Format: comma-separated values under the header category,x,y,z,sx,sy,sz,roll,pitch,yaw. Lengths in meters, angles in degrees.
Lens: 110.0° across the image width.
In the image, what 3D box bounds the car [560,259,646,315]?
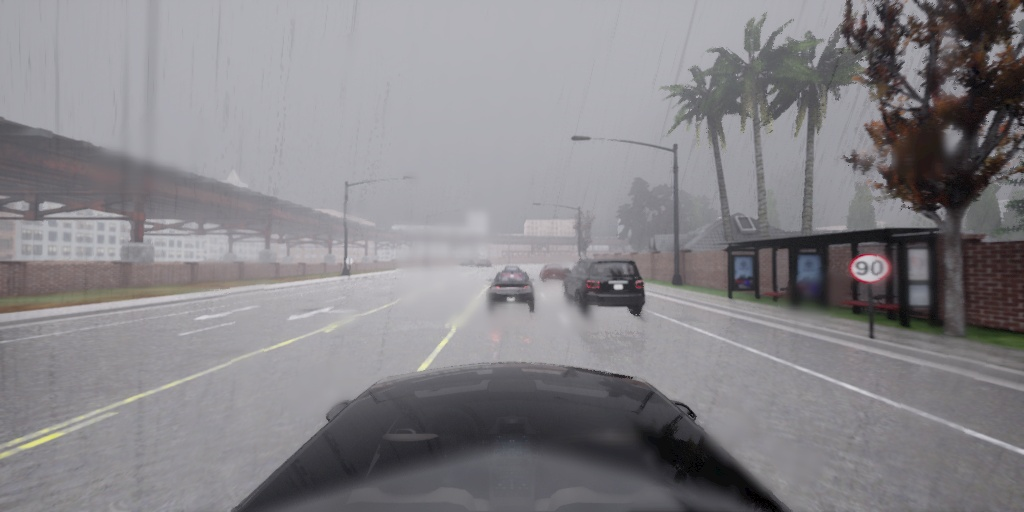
category,x,y,z,sx,sy,sz,roll,pitch,yaw
car,3.503,1.115,14.450,2.150,2.045,5.566,0,0,0

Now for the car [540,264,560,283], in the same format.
category,x,y,z,sx,sy,sz,roll,pitch,yaw
car,3.513,1.449,31.060,1.882,1.535,5.008,0,0,0

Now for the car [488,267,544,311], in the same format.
category,x,y,z,sx,sy,sz,roll,pitch,yaw
car,0.011,1.392,15.330,2.128,1.511,4.902,0,0,0
